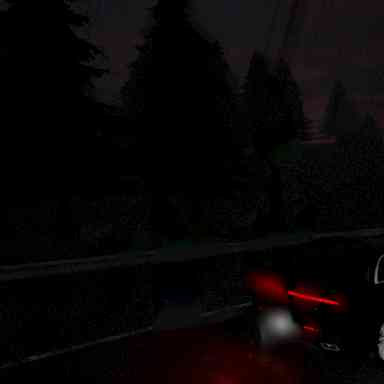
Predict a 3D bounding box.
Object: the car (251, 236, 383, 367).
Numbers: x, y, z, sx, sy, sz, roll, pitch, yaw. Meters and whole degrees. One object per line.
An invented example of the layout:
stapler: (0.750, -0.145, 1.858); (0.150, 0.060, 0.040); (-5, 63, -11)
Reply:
car: (3.217, 1.555, 5.876); (4.892, 1.490, 1.837); (1, 0, -34)
